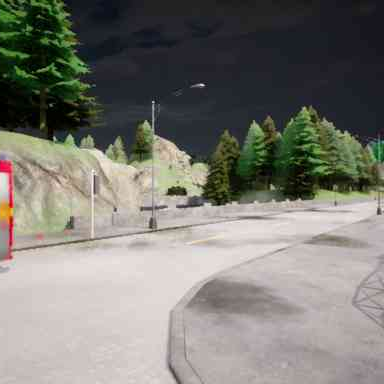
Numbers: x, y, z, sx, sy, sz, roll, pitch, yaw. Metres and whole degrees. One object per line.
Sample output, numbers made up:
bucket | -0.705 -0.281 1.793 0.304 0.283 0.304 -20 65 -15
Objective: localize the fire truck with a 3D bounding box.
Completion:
fire truck | -8.479 0.341 6.712 2.891 3.827 8.468 0 0 37
